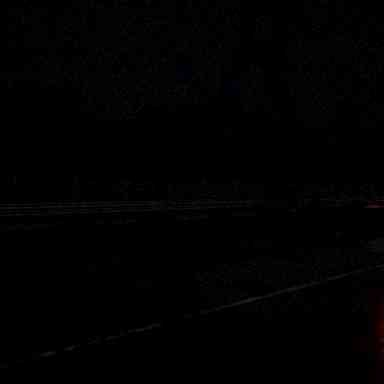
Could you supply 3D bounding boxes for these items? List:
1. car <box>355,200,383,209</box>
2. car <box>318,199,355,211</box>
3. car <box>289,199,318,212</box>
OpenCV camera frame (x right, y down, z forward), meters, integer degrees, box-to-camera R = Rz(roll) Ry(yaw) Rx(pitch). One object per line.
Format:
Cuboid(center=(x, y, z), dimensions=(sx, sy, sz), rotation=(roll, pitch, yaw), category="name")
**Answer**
Cuboid(center=(16.208, 1.395, 27.952), dimensions=(5.008, 1.535, 1.882), rotation=(0, 0, -34), category="car")
Cuboid(center=(14.295, 1.392, 30.884), dimensions=(5.008, 1.535, 1.882), rotation=(0, 0, -34), category="car")
Cuboid(center=(12.282, 1.459, 33.756), dimensions=(5.357, 1.411, 2.033), rotation=(0, 0, -34), category="car")
